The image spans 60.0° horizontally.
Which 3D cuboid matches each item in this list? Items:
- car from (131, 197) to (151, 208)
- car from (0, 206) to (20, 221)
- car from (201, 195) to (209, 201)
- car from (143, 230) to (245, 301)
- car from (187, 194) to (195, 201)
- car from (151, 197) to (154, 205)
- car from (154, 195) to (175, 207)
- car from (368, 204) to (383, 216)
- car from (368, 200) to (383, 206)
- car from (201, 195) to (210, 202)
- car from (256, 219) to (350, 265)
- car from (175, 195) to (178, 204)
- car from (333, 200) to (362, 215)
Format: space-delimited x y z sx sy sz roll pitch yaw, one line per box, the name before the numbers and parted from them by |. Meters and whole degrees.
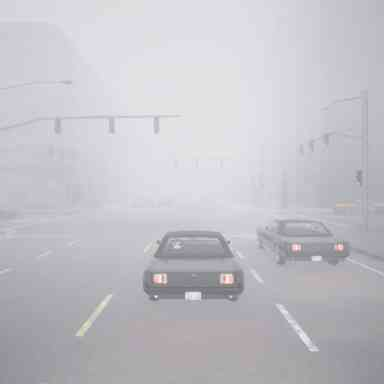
car | -7.547 1.494 47.854 1.837 1.490 4.892 0 0 0
car | -16.584 1.575 27.099 4.674 1.442 1.812 0 0 0
car | 3.343 1.534 87.383 1.994 1.385 4.181 0 0 1
car | 0.038 1.599 8.267 1.895 1.301 4.718 0 0 0
car | -0.159 1.336 87.252 2.097 1.767 4.553 0 0 1
car | -7.516 1.535 58.421 2.033 1.411 5.357 0 0 0
car | -4.065 1.536 50.263 2.033 1.411 5.357 0 0 0
car | 3.593 1.221 1.903 2.150 2.045 5.566 0 0 0
car | 19.254 1.540 30.777 4.902 1.511 2.128 0 0 0
car | 3.248 1.579 77.408 1.895 1.301 4.718 0 0 1
car | 3.542 1.598 11.655 1.895 1.301 4.718 0 0 0
car | -3.984 1.492 60.106 1.837 1.490 4.892 0 0 1
car | 17.189 1.526 34.278 5.008 1.535 1.882 0 0 0
